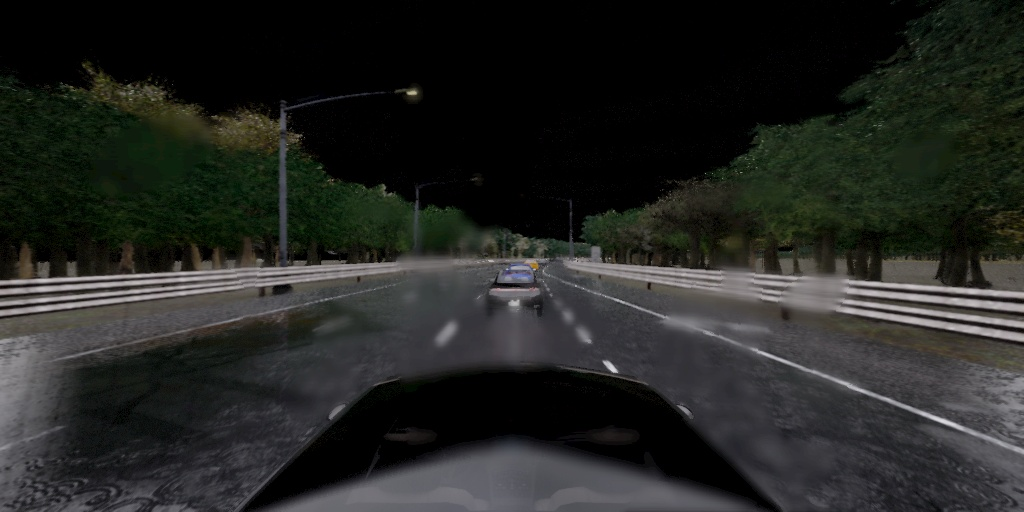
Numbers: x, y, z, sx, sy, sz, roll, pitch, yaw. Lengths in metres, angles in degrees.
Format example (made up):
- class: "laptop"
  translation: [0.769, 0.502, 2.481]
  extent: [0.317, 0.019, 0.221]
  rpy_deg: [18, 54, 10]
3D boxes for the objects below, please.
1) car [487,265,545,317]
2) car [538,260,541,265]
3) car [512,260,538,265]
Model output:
- class: "car"
  translation: [0.171, 1.246, 13.160]
  extent: [2.128, 1.511, 4.902]
  rpy_deg: [0, 0, 2]
- class: "car"
  translation: [2.776, 1.329, 51.745]
  extent: [1.882, 1.535, 5.008]
  rpy_deg: [0, 0, 6]
- class: "car"
  translation: [0.595, 1.264, 24.325]
  extent: [1.882, 1.535, 5.008]
  rpy_deg: [0, 0, 3]
